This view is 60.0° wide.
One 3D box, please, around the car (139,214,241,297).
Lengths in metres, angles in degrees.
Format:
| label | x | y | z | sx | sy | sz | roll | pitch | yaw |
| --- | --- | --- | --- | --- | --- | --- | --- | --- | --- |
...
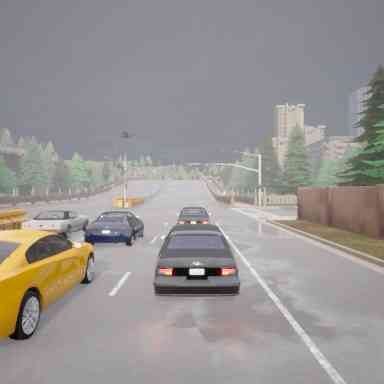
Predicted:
| label | x | y | z | sx | sy | sz | roll | pitch | yaw |
| --- | --- | --- | --- | --- | --- | --- | --- | --- | --- |
| car | 0.088 | 1.547 | 8.764 | 2.033 | 1.411 | 5.357 | 0 | 0 | 0 |

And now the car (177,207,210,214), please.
| label | x | y | z | sx | sy | sz | roll | pitch | yaw |
| --- | --- | --- | --- | --- | --- | --- | --- | --- | --- |
| car | 0.098 | 1.547 | 18.831 | 2.033 | 1.411 | 5.357 | 0 | 0 | 1 |

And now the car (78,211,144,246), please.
| label | x | y | z | sx | sy | sz | roll | pitch | yaw |
| --- | --- | --- | --- | --- | --- | --- | --- | --- | --- |
| car | -3.426 | 1.564 | 15.310 | 1.994 | 1.385 | 4.181 | 0 | 0 | 0 |

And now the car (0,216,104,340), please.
| label | x | y | z | sx | sy | sz | roll | pitch | yaw |
| --- | --- | --- | --- | --- | --- | --- | --- | --- | --- |
| car | -3.409 | 1.478 | 6.553 | 1.882 | 1.535 | 5.008 | 0 | 0 | 0 |

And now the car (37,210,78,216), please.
| label | x | y | z | sx | sy | sz | roll | pitch | yaw |
| --- | --- | --- | --- | --- | --- | --- | --- | --- | --- |
| car | -6.924 | 1.601 | 17.537 | 1.895 | 1.301 | 4.718 | 0 | 0 | 0 |
